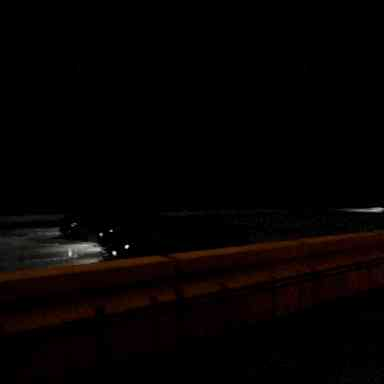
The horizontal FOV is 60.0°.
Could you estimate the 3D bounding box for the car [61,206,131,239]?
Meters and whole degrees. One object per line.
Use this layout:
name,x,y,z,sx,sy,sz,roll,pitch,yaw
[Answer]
car,-4.389,1.545,17.877,5.008,1.535,1.882,1,0,-34

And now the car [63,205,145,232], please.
car,-5.569,1.603,21.292,4.674,1.442,1.812,1,0,-34

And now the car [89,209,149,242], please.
car,-2.165,1.633,15.146,4.181,1.385,1.994,1,0,-34

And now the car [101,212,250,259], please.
car,-0.296,1.615,12.248,5.357,1.411,2.033,1,0,-34
